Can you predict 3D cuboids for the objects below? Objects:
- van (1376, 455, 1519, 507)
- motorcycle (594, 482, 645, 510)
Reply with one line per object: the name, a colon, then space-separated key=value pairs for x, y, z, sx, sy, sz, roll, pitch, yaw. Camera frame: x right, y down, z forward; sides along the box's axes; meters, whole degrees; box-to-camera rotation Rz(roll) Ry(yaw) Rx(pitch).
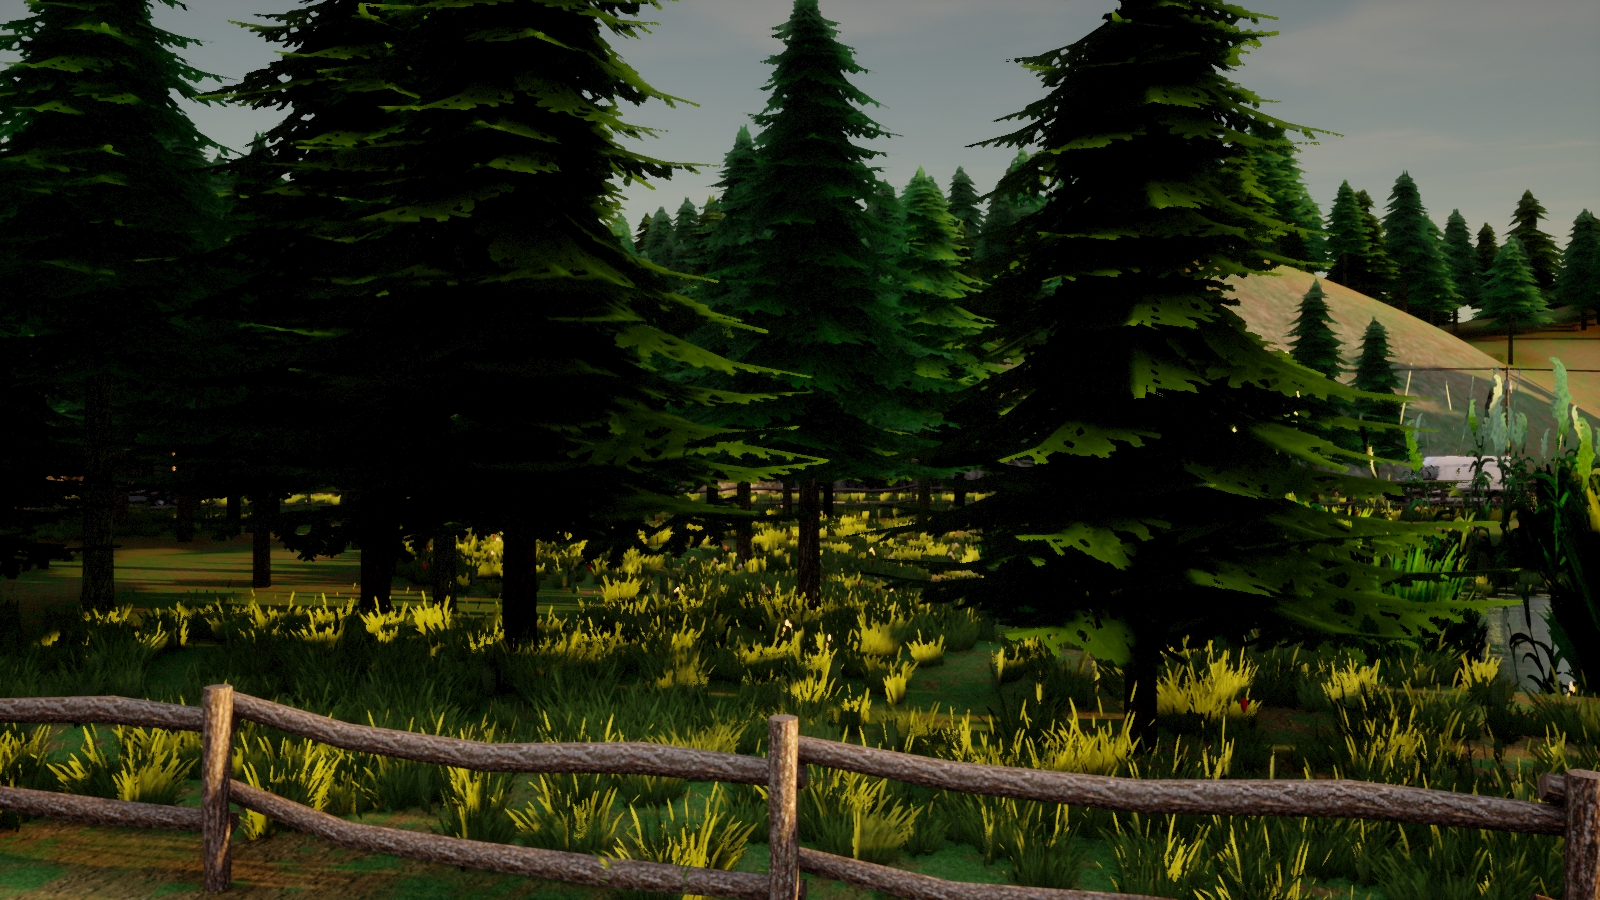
van: x=32.378 y=1.534 z=57.311 sx=5.915 sy=2.561 sz=1.988 roll=0 pitch=0 yaw=7
motorcycle: x=-8.541 y=2.178 z=54.108 sx=2.209 sy=1.251 sz=0.867 roll=0 pitch=0 yaw=14
